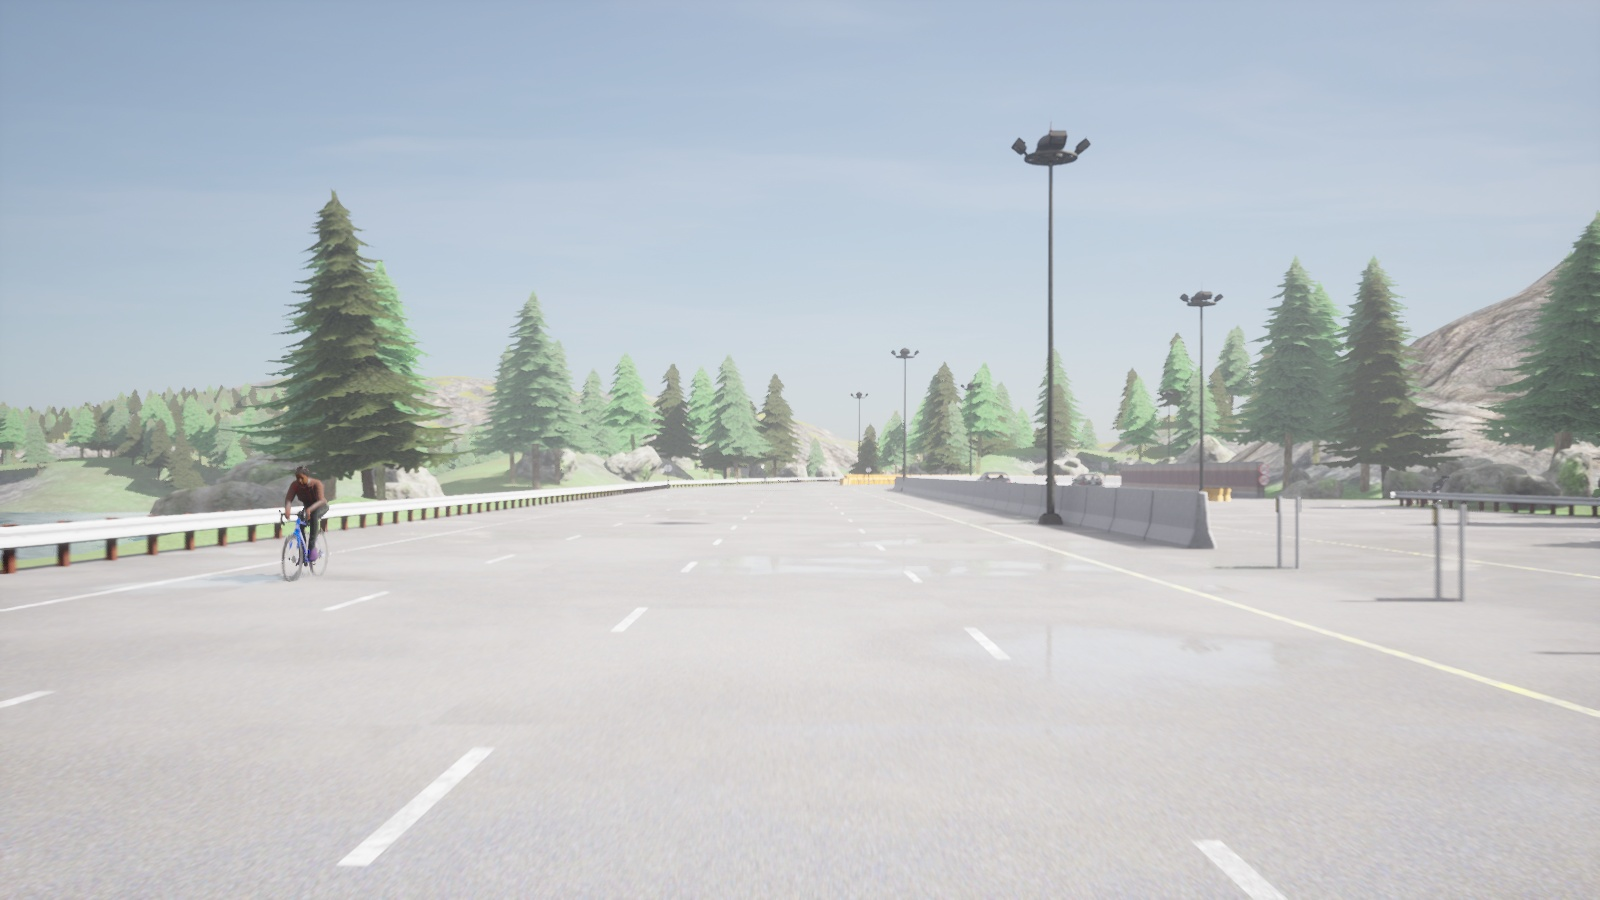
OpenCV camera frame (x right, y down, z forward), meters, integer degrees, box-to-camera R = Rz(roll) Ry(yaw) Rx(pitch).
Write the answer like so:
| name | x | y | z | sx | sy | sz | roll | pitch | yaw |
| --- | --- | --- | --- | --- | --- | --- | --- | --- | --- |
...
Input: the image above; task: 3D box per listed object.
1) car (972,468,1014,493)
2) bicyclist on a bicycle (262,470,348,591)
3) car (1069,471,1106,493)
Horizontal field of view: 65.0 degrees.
| name | x | y | z | sx | sy | sz | roll | pitch | yaw |
| --- | --- | --- | --- | --- | --- | --- | --- | --- | --- |
| car | 13.688 | 2.162 | 89.260 | 2.242 | 1.667 | 4.611 | 0 | -1 | 0 |
| bicyclist on a bicycle | -7.044 | 1.110 | 17.936 | 0.582 | 1.620 | 1.656 | 0 | -1 | 0 |
| car | 20.682 | 2.293 | 90.579 | 1.789 | 1.549 | 3.705 | 0 | -1 | 0 |
